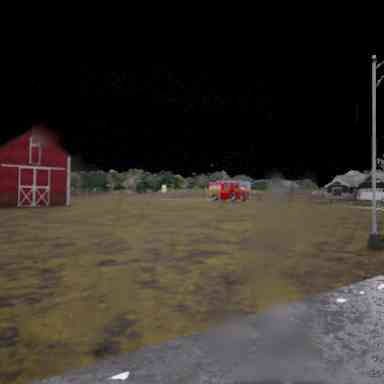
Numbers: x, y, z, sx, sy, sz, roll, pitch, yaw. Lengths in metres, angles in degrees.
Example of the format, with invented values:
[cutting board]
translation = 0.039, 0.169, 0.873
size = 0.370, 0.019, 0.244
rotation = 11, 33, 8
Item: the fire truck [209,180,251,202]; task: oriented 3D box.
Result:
[fire truck]
translation = 6.702, -0.266, 59.744
size = 2.891, 3.827, 8.468
rotation = 2, -1, -35
